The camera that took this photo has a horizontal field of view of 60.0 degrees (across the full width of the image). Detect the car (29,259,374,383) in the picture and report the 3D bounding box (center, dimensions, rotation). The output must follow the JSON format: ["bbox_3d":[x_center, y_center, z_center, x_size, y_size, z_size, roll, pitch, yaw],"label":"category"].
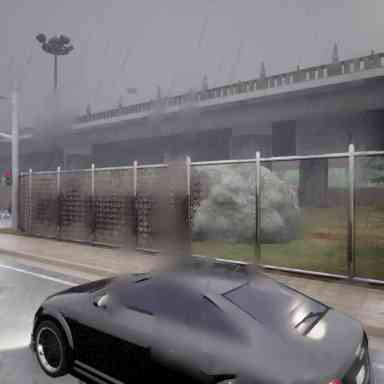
[{"bbox_3d":[-0.146,1.564,4.094,4.181,1.385,1.994,0,0,36],"label":"car"}]

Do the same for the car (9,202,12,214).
[{"bbox_3d":[-13.621,1.276,30.334,2.150,2.045,5.566,0,0,34],"label":"car"}]
